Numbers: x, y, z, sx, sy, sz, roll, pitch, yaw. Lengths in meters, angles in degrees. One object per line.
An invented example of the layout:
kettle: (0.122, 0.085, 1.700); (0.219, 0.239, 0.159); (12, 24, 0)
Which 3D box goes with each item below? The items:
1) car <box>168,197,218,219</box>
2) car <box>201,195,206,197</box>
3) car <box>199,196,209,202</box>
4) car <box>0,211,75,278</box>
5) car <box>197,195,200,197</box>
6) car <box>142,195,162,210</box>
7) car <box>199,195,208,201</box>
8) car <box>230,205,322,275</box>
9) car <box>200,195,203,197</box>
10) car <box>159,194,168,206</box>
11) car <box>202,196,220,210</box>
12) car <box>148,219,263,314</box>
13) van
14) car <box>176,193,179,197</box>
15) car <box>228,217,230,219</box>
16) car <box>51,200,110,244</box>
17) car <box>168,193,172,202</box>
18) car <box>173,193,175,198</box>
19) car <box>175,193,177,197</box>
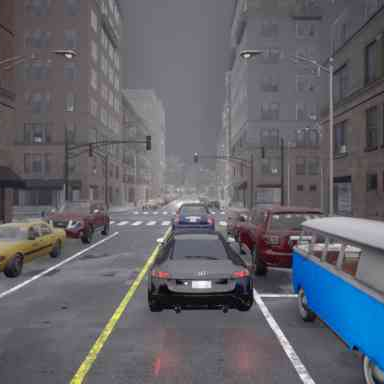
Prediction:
car: (0.069, 1.350, 17.788); (2.097, 1.767, 4.553); (0, 0, 0)
car: (2.692, 1.541, 48.507); (1.887, 1.381, 4.507); (0, 0, 0)
car: (2.722, 1.548, 75.917); (2.008, 1.369, 4.403); (0, 0, 0)
car: (-5.388, 1.525, 10.178); (1.752, 1.417, 4.829); (0, 0, 0)
car: (2.716, 1.548, 70.435); (2.008, 1.369, 4.403); (0, 0, 0)
car: (-5.368, 1.521, 42.864); (1.752, 1.417, 4.829); (0, 0, 0)
car: (2.728, 1.437, 81.399); (1.967, 1.590, 4.097); (0, 0, 0)
car: (2.650, 1.314, 10.338); (2.192, 1.841, 5.009); (0, 0, 0)
car: (2.698, 1.547, 53.989); (2.008, 1.369, 4.403); (0, 0, 0)
car: (-5.352, 1.522, 53.828); (1.752, 1.417, 4.829); (0, 0, 0)
car: (2.686, 1.547, 43.026); (2.008, 1.369, 4.403); (0, 0, 0)
car: (0.107, 1.564, 7.732); (1.994, 1.385, 4.181); (0, 0, -2)
van: (2.643, 1.341, 4.659); (1.690, 1.788, 3.998); (0, 0, 0)
car: (-5.303, 1.312, 86.890); (2.192, 1.841, 5.009); (0, 0, 0)
car: (2.656, 1.581, 16.017); (1.802, 1.307, 4.206); (0, 0, 0)
car: (-5.382, 1.314, 16.027); (2.192, 1.841, 5.009); (0, 0, 0)
car: (-5.343, 1.311, 59.480); (2.192, 1.841, 5.009); (0, 0, 0)
car: (-5.327, 1.437, 70.444); (1.967, 1.590, 4.097); (0, 0, 0)
car: (-5.311, 1.563, 81.409); (1.947, 1.339, 4.313); (0, 0, 0)
